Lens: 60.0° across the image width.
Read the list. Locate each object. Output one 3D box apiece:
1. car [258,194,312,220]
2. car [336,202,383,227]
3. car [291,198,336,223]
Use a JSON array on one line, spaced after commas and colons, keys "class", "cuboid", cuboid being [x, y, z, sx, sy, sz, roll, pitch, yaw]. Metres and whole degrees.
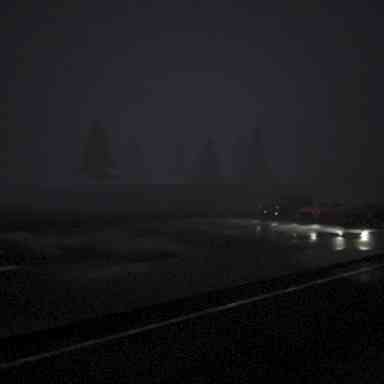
[{"class": "car", "cuboid": [8.067, 1.208, 28.043, 5.566, 2.045, 2.150, 0, 0, -35]}, {"class": "car", "cuboid": [12.112, 1.436, 22.331, 5.008, 1.535, 1.882, 0, 0, -35]}, {"class": "car", "cuboid": [10.080, 1.436, 25.181, 5.008, 1.535, 1.882, 0, 0, -35]}]
